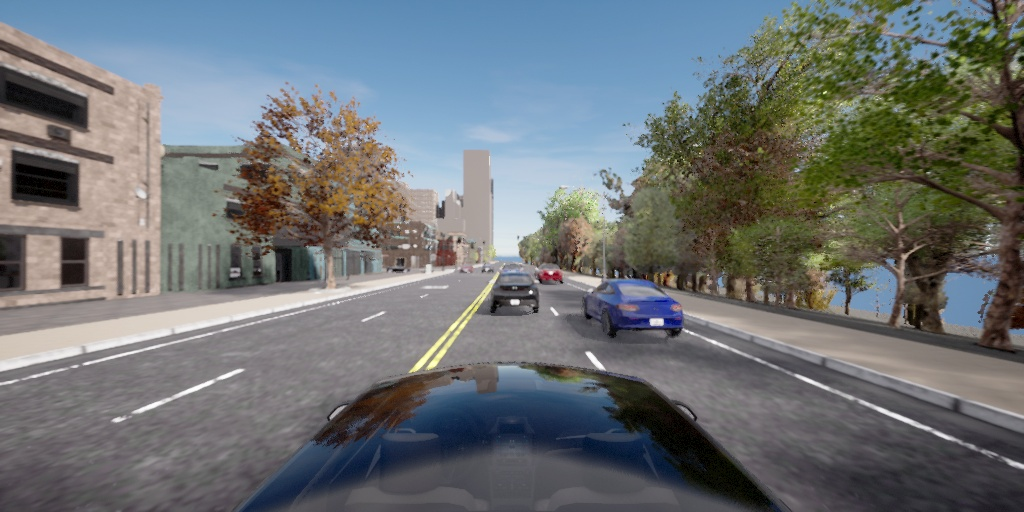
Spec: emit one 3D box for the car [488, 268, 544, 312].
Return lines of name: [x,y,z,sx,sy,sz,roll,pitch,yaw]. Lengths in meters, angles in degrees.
car: [0.104,1.419,15.102,1.837,1.490,4.892,0,-1,0]

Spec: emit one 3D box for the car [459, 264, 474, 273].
car: [-7.034,1.950,56.442,1.812,1.442,4.674,0,-1,-1]

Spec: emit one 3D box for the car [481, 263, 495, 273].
car: [-3.785,1.919,56.535,2.128,1.511,4.902,0,-1,-1]

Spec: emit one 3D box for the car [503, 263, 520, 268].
car: [-0.059,1.472,31.793,2.097,1.767,4.553,0,-1,-1]

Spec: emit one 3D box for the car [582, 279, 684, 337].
car: [3.344,1.386,10.589,1.812,1.442,4.674,0,-1,0]

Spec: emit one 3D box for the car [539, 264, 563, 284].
car: [3.192,1.473,31.789,2.097,1.767,4.553,0,-1,-1]
